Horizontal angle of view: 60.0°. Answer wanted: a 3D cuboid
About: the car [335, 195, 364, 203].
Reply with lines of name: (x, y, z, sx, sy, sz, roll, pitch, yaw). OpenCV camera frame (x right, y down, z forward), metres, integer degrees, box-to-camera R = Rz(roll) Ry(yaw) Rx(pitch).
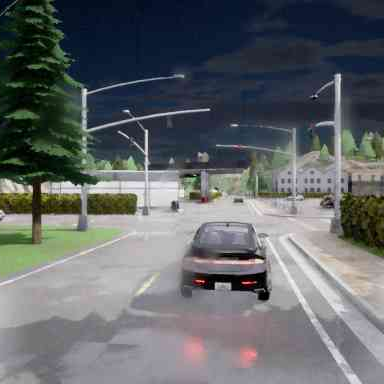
car: (29.373, 1.298, 62.291, 4.514, 1.523, 2.007, 0, 0, 8)

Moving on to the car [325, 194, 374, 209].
car: (18.312, 1.339, 38.623, 4.514, 1.523, 2.007, 0, 0, 8)

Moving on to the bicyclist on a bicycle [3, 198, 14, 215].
bicyclist on a bicycle: (-17.942, 1.453, 32.551, 0.582, 1.620, 1.656, 0, 0, 7)

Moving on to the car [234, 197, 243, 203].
car: (9.478, 1.601, 67.403, 1.895, 1.301, 4.718, 0, 0, 8)

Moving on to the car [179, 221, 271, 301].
car: (0.890, 1.492, 8.417, 2.128, 1.511, 4.902, 0, 0, 8)

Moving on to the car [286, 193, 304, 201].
car: (24.474, 1.077, 78.876, 3.866, 1.878, 1.905, 0, 0, 8)

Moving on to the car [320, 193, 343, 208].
car: (18.696, 1.330, 41.736, 5.027, 1.636, 2.152, 0, 0, 8)

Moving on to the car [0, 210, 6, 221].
car: (-16.566, 1.526, 25.214, 4.674, 1.442, 1.812, 0, 0, 8)

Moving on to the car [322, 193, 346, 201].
car: (31.809, 1.097, 74.528, 4.605, 1.855, 1.932, 0, 0, 8)

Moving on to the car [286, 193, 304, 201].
car: (23.406, 1.361, 75.668, 3.806, 1.475, 1.970, 0, 0, 8)
